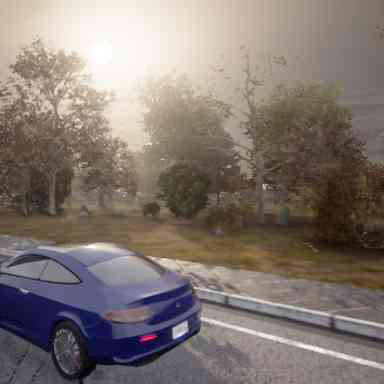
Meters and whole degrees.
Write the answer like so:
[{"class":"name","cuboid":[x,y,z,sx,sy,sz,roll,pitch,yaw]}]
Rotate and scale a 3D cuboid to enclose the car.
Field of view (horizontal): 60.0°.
[{"class":"car","cuboid":[-2.018,1.528,5.430,4.674,1.442,1.812,0,0,35]}]
